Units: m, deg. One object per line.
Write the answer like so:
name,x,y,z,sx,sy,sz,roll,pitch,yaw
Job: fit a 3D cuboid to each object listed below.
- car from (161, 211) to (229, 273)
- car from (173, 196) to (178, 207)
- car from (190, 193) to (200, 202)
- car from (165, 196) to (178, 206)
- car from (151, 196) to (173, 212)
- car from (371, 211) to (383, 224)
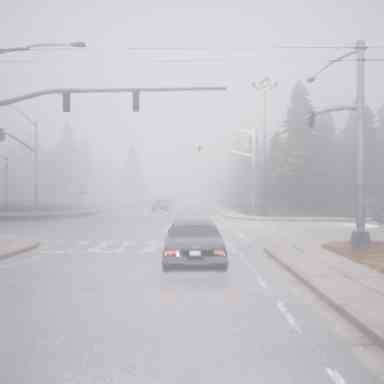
car,0.037,1.550,10.659,2.033,1.411,5.357,0,0,-1
car,-3.585,1.505,48.081,2.128,1.511,4.902,0,0,0
car,0.622,1.247,76.166,2.150,2.045,5.566,0,0,2
car,-3.468,1.521,57.959,1.837,1.490,4.892,0,0,1
car,-3.608,1.516,38.429,1.837,1.490,4.892,0,0,0
car,14.736,1.597,22.936,4.181,1.385,1.994,0,0,1
